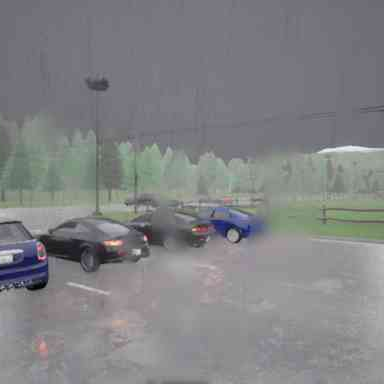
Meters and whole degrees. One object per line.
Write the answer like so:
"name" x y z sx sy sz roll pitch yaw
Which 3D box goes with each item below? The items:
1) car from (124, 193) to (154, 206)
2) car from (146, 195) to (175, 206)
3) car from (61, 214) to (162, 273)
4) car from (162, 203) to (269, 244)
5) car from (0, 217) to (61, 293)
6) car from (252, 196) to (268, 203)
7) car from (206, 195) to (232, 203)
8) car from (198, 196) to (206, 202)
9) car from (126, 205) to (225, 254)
"car" -7.905 1.188 51.221 2.150 2.045 5.566 0 0 36
"car" -3.752 1.537 45.036 1.994 1.385 4.181 0 0 36
"car" -3.408 1.518 10.665 4.674 1.442 1.812 0 0 36
"car" 1.164 1.470 15.996 5.008 1.535 1.882 0 0 36
"car" -5.399 1.344 7.785 4.553 1.767 2.097 0 0 36
"car" 14.252 1.559 69.566 1.895 1.301 4.718 0 0 36
"car" 4.979 1.325 56.990 2.097 1.767 4.553 0 0 36
"car" 2.927 1.531 65.976 1.994 1.385 4.181 0 0 36
"car" -1.356 1.497 13.502 4.892 1.490 1.837 0 0 36
